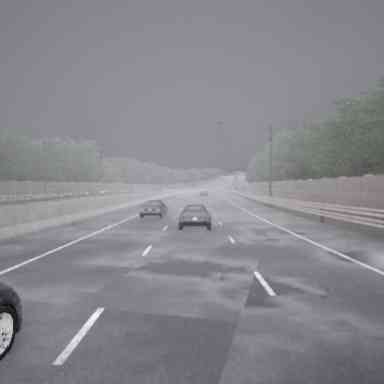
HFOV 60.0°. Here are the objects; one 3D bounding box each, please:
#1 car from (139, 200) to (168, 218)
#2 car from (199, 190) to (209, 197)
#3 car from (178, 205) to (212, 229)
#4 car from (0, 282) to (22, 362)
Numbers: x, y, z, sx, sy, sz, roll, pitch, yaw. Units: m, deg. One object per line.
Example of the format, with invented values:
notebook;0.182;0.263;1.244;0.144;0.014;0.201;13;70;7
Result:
car;-3.162;1.402;28.064;2.033;1.411;5.357;0;1;2
car;2.873;0.355;82.964;2.128;1.511;4.902;0;1;4
car;0.186;1.488;20.903;1.994;1.385;4.181;0;0;1
car;-3.415;1.499;2.938;1.837;1.490;4.892;0;0;0
